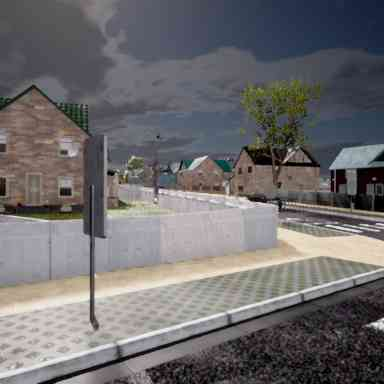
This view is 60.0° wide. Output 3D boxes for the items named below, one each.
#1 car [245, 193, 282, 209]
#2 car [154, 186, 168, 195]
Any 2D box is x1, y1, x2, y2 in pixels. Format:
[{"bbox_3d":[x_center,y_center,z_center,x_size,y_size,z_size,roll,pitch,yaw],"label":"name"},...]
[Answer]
[{"bbox_3d":[6.561,0.760,30.919,1.994,1.385,4.181,0,2,-18],"label":"car"},{"bbox_3d":[-5.499,-0.318,57.408,1.882,1.535,5.008,0,2,-19],"label":"car"}]
